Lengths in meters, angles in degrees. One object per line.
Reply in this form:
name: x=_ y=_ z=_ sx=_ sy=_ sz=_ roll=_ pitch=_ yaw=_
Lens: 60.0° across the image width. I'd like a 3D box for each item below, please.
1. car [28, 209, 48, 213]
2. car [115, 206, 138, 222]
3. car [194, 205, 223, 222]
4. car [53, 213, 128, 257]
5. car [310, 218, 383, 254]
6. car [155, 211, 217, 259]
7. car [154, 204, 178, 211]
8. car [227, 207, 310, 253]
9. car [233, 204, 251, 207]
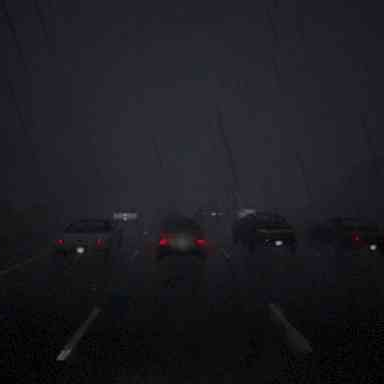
car: x=-18.196 y=1.914 z=39.327 sx=2.128 sy=1.511 sz=4.902 roll=0 pitch=0 yaw=-7
car: x=-5.689 y=1.915 z=29.015 sx=1.895 sy=1.301 sz=4.718 roll=0 pitch=-1 yaw=-8
car: x=1.355 y=1.864 z=29.245 sx=2.033 sy=1.411 sz=5.357 roll=0 pitch=-1 yaw=-8
car: x=-4.006 y=1.750 z=13.712 sx=1.895 sy=1.301 sz=4.718 roll=0 pitch=-1 yaw=-4
car: x=6.475 y=1.758 z=14.371 sx=1.895 sy=1.301 sz=4.718 roll=0 pitch=-1 yaw=-4
car: x=-0.458 y=1.691 z=13.193 sx=2.033 sy=1.411 sz=5.357 roll=0 pitch=-1 yaw=-4
car: x=-2.375 y=1.807 z=30.472 sx=1.882 sy=1.535 sz=5.008 roll=0 pitch=0 yaw=-9
car: x=2.958 y=1.650 z=14.401 sx=2.128 sy=1.511 sz=4.902 roll=0 pitch=0 yaw=-4
car: x=4.611 y=1.862 z=31.101 sx=1.812 sy=1.442 sz=4.674 roll=0 pitch=0 yaw=-9
